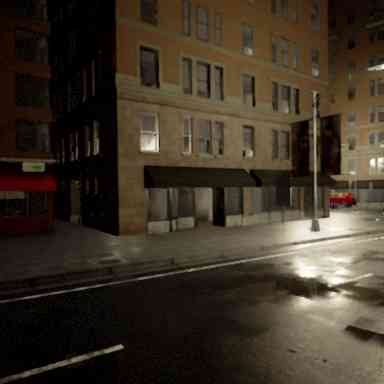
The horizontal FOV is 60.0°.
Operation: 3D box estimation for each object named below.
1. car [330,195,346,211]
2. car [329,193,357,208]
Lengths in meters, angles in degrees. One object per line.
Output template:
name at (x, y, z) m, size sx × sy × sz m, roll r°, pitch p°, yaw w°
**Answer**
car at (14.191, 1.331, 37.268) m, size 1.812 × 1.442 × 4.674 m, roll -1°, pitch 1°, yaw -44°
car at (17.933, 1.025, 41.701) m, size 2.192 × 1.841 × 5.009 m, roll 0°, pitch 1°, yaw -44°
